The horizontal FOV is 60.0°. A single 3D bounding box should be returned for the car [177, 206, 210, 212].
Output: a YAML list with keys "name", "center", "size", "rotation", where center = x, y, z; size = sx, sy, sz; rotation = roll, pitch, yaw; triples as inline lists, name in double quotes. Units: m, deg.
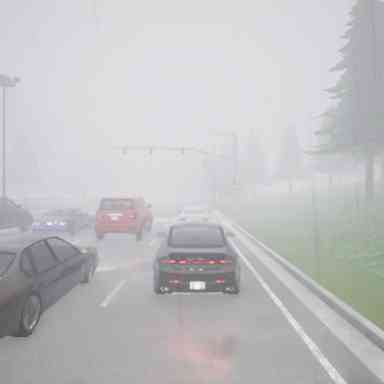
- name: "car"
  center: [0.112, 1.532, 19.280]
  size: [1.812, 1.442, 4.674]
  rotation: [0, 0, 0]

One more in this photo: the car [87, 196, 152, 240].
- name: "car"
  center: [-3.389, 1.229, 17.266]
  size: [2.150, 2.045, 5.566]
  rotation: [0, 0, 0]

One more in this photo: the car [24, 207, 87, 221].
- name: "car"
  center: [-6.869, 1.553, 18.355]
  size: [2.033, 1.411, 5.357]
  rotation: [0, 0, -2]

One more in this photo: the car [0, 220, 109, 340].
- name: "car"
  center: [-3.398, 1.550, 6.533]
  size: [2.033, 1.411, 5.357]
  rotation: [0, 0, 0]

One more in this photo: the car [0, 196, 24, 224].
- name: "car"
  center: [-10.390, 1.229, 17.097]
  size: [2.150, 2.045, 5.566]
  rotation: [0, 0, 0]

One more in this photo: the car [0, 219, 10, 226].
- name: "car"
  center: [-6.895, 1.604, 8.365]
  size: [1.895, 1.301, 4.718]
  rotation: [0, 0, 0]

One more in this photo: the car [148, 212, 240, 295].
- name: "car"
  center: [0.105, 1.509, 8.711]
  size: [1.837, 1.490, 4.892]
  rotation: [0, 0, 0]
